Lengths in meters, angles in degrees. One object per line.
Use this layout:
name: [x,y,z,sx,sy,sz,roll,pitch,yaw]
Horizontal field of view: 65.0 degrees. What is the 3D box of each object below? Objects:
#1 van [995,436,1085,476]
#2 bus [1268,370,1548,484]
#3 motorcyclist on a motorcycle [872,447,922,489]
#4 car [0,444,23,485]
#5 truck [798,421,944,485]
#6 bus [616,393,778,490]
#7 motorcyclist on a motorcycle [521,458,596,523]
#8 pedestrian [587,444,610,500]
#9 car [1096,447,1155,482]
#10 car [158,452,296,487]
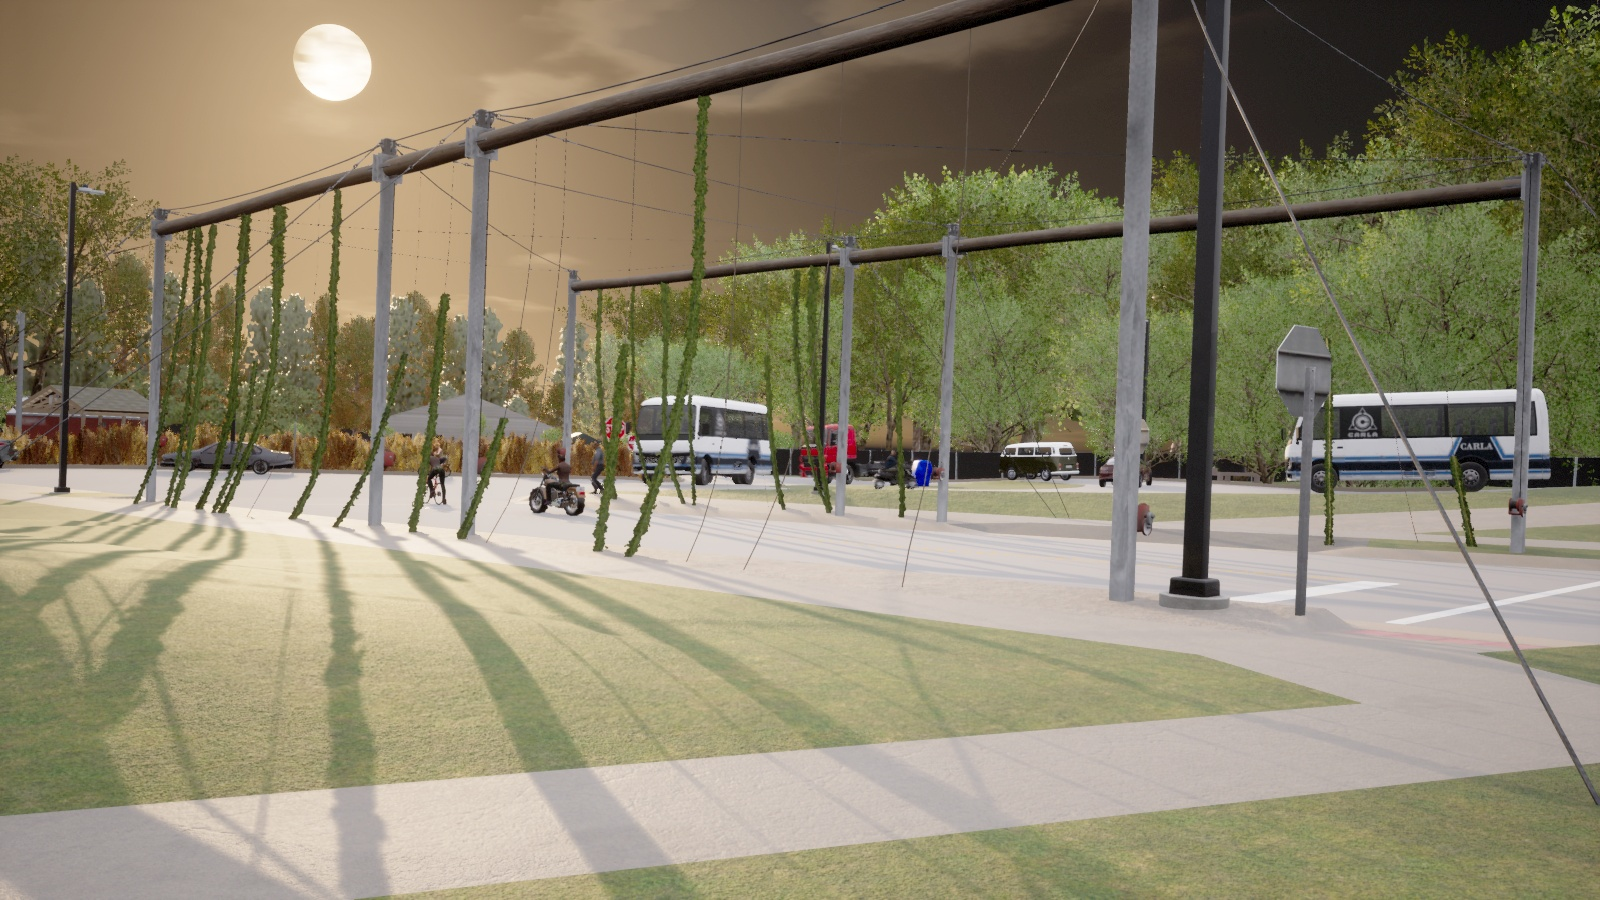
van: [12.772,0.332,67.074,2.069,2.038,4.480,-2,1,-36]
bus: [25.670,-0.867,53.714,10.273,4.253,3.944,-2,-1,23]
motorcyclist on a motorcycle: [3.870,0.720,50.130,1.817,1.590,0.866,-1,-2,-5]
car: [-34.966,0.616,51.387,5.027,1.651,2.152,-1,1,-20]
truck: [4.100,0.135,71.971,7.936,3.462,2.891,-1,-1,-27]
bus: [-4.741,-0.325,61.043,3.944,4.253,10.273,-1,-1,19]
motorcyclist on a motorcycle: [-6.377,1.053,33.081,2.350,1.649,0.766,-1,-1,45]
pedestrian: [-6.691,0.720,41.757,0.694,1.848,0.540,1,0,-5]
car: [14.995,0.636,57.642,1.812,1.442,4.674,-1,0,24]
car: [-24.986,0.854,55.005,5.357,1.411,2.033,1,1,-20]
